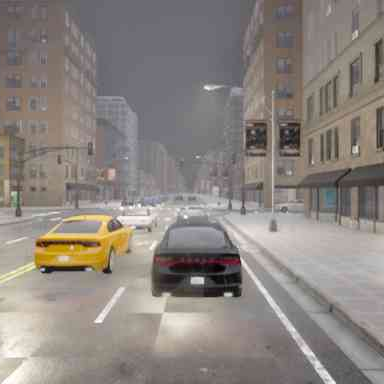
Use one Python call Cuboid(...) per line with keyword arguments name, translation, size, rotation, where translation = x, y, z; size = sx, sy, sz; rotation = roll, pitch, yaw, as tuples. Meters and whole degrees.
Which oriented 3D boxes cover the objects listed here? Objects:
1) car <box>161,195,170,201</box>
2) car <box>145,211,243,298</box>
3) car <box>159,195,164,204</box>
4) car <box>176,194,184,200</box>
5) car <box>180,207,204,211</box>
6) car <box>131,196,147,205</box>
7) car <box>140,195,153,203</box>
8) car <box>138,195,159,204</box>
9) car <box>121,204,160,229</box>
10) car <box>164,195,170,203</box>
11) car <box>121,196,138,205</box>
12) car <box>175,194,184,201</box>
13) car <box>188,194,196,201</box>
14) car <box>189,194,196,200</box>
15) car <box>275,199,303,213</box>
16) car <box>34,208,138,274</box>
Cuboid(name="car", translation=(-6.480, 1.419, 82.875), size=(1.837, 1.490, 4.892), rotation=(0, 0, 0))
Cuboid(name="car", translation=(0.102, 1.477, 8.590), size=(1.882, 1.535, 5.008), rotation=(0, 0, 0))
Cuboid(name="car", translation=(-6.561, 1.512, 59.635), size=(1.812, 1.442, 4.674), rotation=(0, 0, 0))
Cuboid(name="car", translation=(-3.228, 1.380, 91.178), size=(2.033, 1.411, 5.357), rotation=(0, 0, 0))
Cuboid(name="car", translation=(0.005, 1.545, 18.408), size=(2.033, 1.411, 5.357), rotation=(0, 0, 0))
Cuboid(name="car", translation=(-9.791, 1.477, 61.386), size=(2.128, 1.511, 4.902), rotation=(0, 0, 1))
Cuboid(name="car", translation=(-9.732, 1.505, 71.618), size=(2.128, 1.511, 4.902), rotation=(0, 0, 0))
Cuboid(name="car", translation=(-6.573, 1.516, 50.533), size=(1.812, 1.442, 4.674), rotation=(0, 0, 0))
Cuboid(name="car", translation=(-3.145, 1.599, 19.971), size=(1.895, 1.301, 4.718), rotation=(0, 0, 0))
Cuboid(name="car", translation=(-6.483, 1.521, 70.166), size=(2.033, 1.411, 5.357), rotation=(0, 0, 0))
Cuboid(name="car", translation=(-9.832, 1.494, 52.201), size=(1.837, 1.490, 4.892), rotation=(0, 0, 0))
Cuboid(name="car", translation=(-3.230, 1.473, 80.758), size=(1.837, 1.490, 4.892), rotation=(0, 0, 0))
Cuboid(name="car", translation=(0.020, 1.451, 80.757), size=(1.882, 1.535, 5.008), rotation=(0, 0, 0))
Cuboid(name="car", translation=(0.022, 1.318, 91.177), size=(1.882, 1.535, 5.008), rotation=(0, 0, 0))
Cuboid(name="car", translation=(11.729, 1.558, 37.396), size=(4.674, 1.442, 1.812), rotation=(0, 0, 0))
Cuboid(name="car", translation=(-3.149, 1.477, 10.610), size=(1.882, 1.535, 5.008), rotation=(0, 0, 0))
